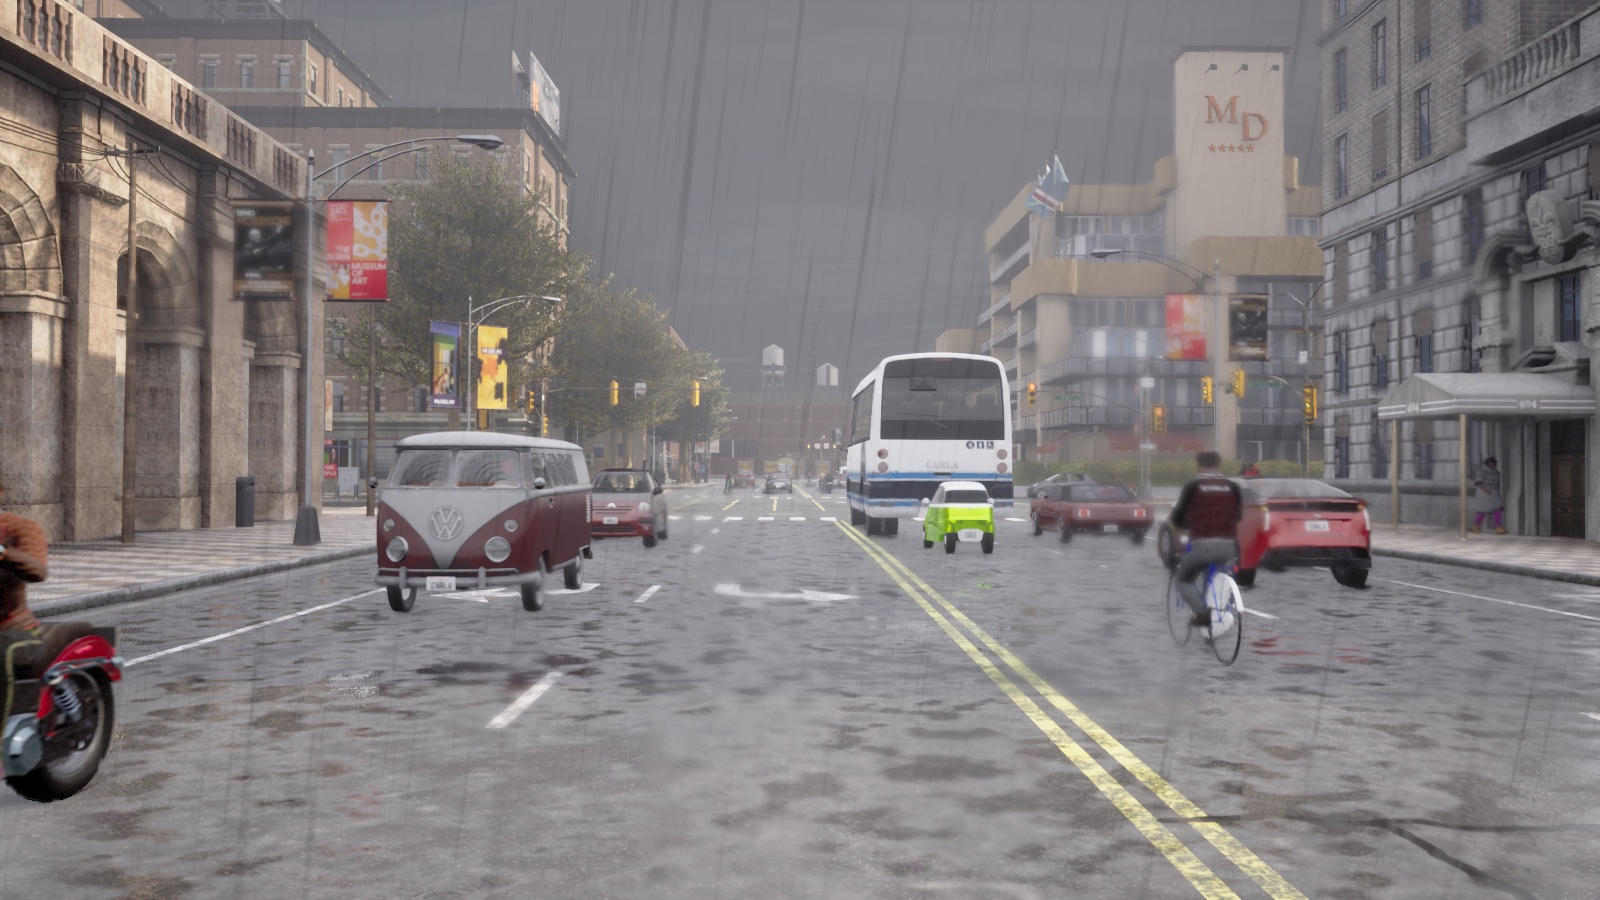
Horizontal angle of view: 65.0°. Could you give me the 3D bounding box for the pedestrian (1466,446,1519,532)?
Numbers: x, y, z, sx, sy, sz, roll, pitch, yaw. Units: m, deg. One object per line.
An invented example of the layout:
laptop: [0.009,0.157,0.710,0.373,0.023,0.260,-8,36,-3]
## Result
pedestrian: [15.880,0.891,28.807,0.659,1.952,0.873,0,-1,-5]

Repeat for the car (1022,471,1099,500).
car: [13.728,1.886,66.346,3.633,1.501,1.845,0,-1,-1]

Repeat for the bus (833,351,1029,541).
bus: [3.075,-0.014,33.390,3.944,4.253,10.273,0,-1,-1]

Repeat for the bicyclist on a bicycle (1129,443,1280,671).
bicyclist on a bicycle: [3.409,0.852,10.749,0.659,1.776,1.843,0,-1,-1]

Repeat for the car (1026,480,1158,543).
car: [6.662,1.378,29.183,1.895,1.301,4.718,0,-1,-1]

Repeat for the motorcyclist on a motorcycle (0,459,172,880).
motorcyclist on a motorcycle: [-3.521,0.864,5.070,0.766,1.649,2.350,0,-1,1]

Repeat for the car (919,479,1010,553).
car: [3.237,1.276,24.970,1.481,1.376,2.207,0,-1,-1]

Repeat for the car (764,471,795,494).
car: [-1.442,2.249,87.812,2.128,1.511,4.902,0,-1,-1]

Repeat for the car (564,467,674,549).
car: [-3.798,1.180,26.956,1.851,1.617,3.988,0,-1,-1]

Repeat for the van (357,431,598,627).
van: [-3.654,0.832,15.059,1.775,1.987,4.442,0,-1,-1]

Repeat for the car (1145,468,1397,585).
car: [6.818,1.049,18.781,2.007,1.525,4.514,0,-1,-1]
